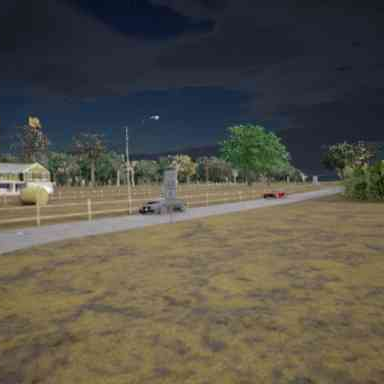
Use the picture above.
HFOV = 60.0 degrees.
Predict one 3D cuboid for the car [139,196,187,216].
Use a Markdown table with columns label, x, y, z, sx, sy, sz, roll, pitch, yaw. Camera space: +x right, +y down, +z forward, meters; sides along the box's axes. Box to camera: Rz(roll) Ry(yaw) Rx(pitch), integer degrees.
| label | x | y | z | sx | sy | sz | roll | pitch | yaw |
| --- | --- | --- | --- | --- | --- | --- | --- | --- | --- |
| car | -2.211 | 1.041 | 26.097 | 1.994 | 1.385 | 4.181 | -2 | 1 | 36 |

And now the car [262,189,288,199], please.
| label | x | y | z | sx | sy | sz | roll | pitch | yaw |
| --- | --- | --- | --- | --- | --- | --- | --- | --- | --- |
| car | 11.222 | 0.295 | 44.886 | 1.895 | 1.301 | 4.718 | -2 | 1 | 36 |
